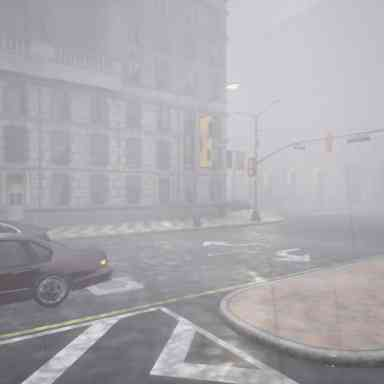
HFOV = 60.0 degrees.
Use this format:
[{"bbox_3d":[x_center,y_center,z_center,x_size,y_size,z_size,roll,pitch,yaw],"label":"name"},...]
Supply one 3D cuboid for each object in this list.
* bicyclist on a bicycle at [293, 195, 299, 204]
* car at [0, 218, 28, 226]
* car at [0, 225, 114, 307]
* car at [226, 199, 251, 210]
[{"bbox_3d":[17.887,1.300,57.105,1.656,1.620,0.582,0,0,-35],"label":"bicyclist on a bicycle"},{"bbox_3d":[-6.505,1.492,9.243,4.902,1.511,2.128,0,0,-37],"label":"car"},{"bbox_3d":[-4.315,1.548,6.460,5.357,1.411,2.033,0,0,-34],"label":"car"},{"bbox_3d":[5.710,1.564,43.137,1.994,1.385,4.181,0,0,-35],"label":"car"}]
